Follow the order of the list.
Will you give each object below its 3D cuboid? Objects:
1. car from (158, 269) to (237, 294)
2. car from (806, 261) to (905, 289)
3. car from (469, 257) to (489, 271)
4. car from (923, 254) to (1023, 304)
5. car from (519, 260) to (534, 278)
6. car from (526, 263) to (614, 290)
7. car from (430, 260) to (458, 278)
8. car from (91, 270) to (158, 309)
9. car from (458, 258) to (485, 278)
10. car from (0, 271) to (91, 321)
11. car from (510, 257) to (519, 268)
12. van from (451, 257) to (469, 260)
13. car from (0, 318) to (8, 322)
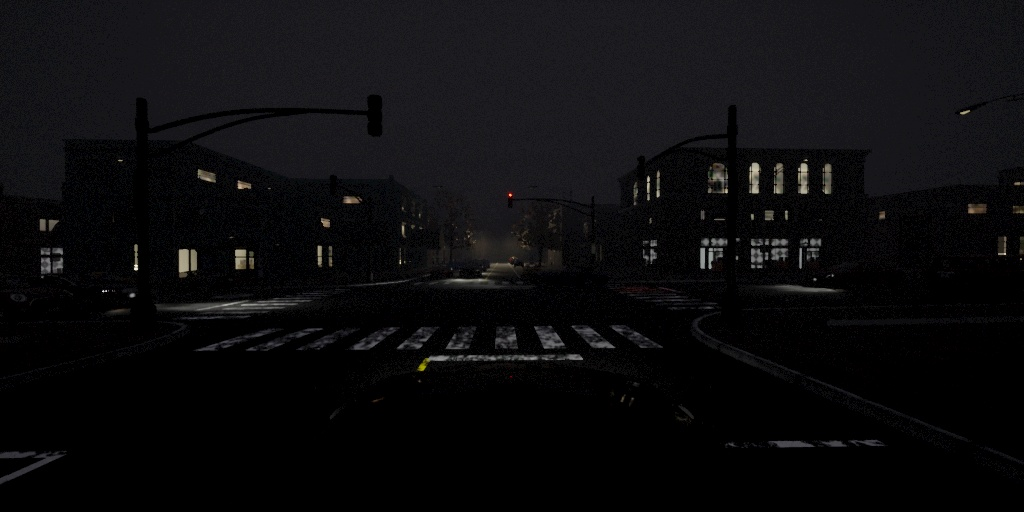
[{"bbox_3d":[-18.683,1.474,21.109,4.313,1.339,1.948,0,0,-2],"label":"car"},{"bbox_3d":[19.293,1.003,20.170,4.674,1.442,1.812,-1,1,-2],"label":"car"},{"bbox_3d":[-4.206,1.219,45.103,1.882,1.535,5.008,0,0,-1],"label":"car"},{"bbox_3d":[19.639,0.842,14.395,5.009,1.841,2.192,0,0,-3],"label":"car"},{"bbox_3d":[1.874,1.269,33.999,1.751,1.417,4.829,0,0,-1],"label":"car"},{"bbox_3d":[3.518,1.250,21.401,4.718,1.301,1.895,0,1,24],"label":"car"},{"bbox_3d":[-6.499,1.326,33.614,1.802,1.307,4.207,0,0,-1],"label":"car"},{"bbox_3d":[-18.778,1.455,15.303,4.902,1.511,2.128,-1,1,-3],"label":"car"},{"bbox_3d":[-3.928,1.221,34.440,1.882,1.535,5.008,0,0,-2],"label":"car"},{"bbox_3d":[-18.349,1.422,12.769,4.097,1.591,1.967,0,0,-3],"label":"car"},{"bbox_3d":[1.164,1.288,61.552,2.007,1.370,4.403,0,0,-1],"label":"car"},{"bbox_3d":[-6.785,1.082,44.702,1.690,1.789,3.998,0,0,-1],"label":"van"},{"bbox_3d":[-5.661,1.295,1.105,1.888,1.381,4.507,0,0,-1],"label":"car"}]
